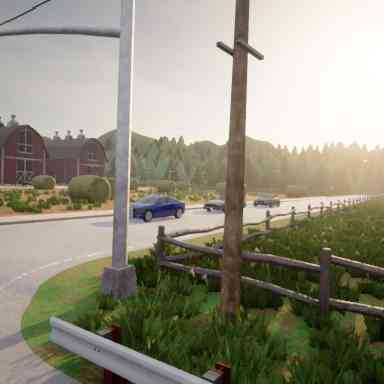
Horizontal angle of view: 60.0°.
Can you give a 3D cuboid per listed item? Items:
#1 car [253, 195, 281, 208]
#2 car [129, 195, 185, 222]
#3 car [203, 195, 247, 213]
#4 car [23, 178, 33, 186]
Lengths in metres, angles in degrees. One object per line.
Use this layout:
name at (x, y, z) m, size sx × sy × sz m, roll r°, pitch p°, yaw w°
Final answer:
car at (8.581, 0.997, 37.814) m, size 1.994 × 1.385 × 4.181 m, roll 3°, pitch 2°, yaw 33°
car at (-2.380, 0.943, 21.201) m, size 1.882 × 1.535 × 5.008 m, roll 3°, pitch 2°, yaw 33°
car at (3.062, 0.996, 29.461) m, size 2.033 × 1.411 × 5.357 m, roll 3°, pitch 2°, yaw 33°
car at (-38.909, -2.330, 79.373) m, size 1.905 × 1.878 × 3.866 m, roll 8°, pitch 2°, yaw -13°
